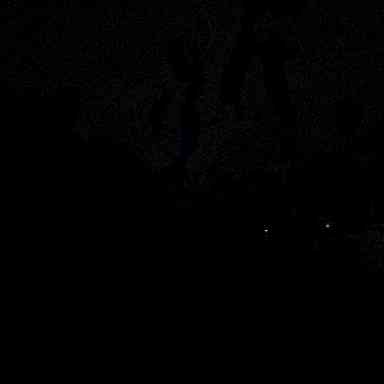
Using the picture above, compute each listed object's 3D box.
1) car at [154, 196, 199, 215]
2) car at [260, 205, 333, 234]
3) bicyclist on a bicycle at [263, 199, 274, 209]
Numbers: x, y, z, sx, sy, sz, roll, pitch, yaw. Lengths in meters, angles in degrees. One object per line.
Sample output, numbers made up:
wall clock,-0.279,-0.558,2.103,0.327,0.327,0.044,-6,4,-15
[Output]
car,-1.518,1.404,30.415,2.150,2.045,5.566,0,0,-35
car,5.909,1.582,19.730,1.837,1.490,4.892,0,0,-33
bicyclist on a bicycle,6.680,1.426,28.939,1.656,1.620,0.582,0,0,-35
